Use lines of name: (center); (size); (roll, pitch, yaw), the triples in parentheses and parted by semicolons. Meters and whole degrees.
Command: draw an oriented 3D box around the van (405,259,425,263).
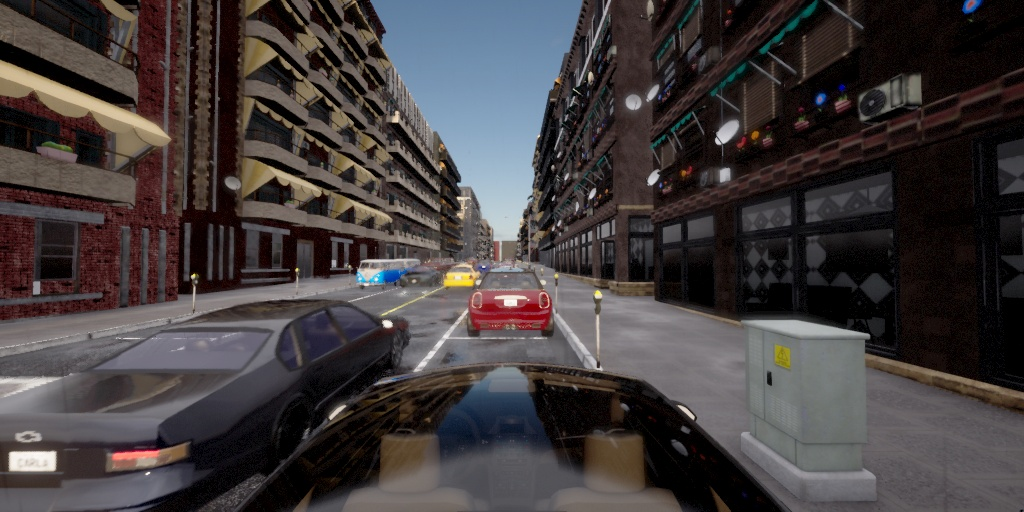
van: (-8.335, 1.118, 28.134); (1.690, 1.789, 3.998); (0, 0, 0)

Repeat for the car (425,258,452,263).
car: (-8.335, 1.115, 39.194); (2.192, 1.841, 5.009); (0, 0, 0)

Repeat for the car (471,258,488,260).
car: (-2.923, 1.152, 39.424); (2.097, 1.767, 4.553); (0, 0, 0)

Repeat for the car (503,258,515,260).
car: (-0.445, 1.240, 39.134); (1.967, 1.591, 4.097); (0, 0, 0)

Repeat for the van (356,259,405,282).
van: (-8.335, 1.108, 22.603); (1.690, 1.789, 3.998); (0, 0, 0)

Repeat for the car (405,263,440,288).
car: (-5.868, 1.333, 23.477); (1.994, 1.385, 4.181); (0, 0, 0)

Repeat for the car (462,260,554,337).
car: (-0.033, 1.108, 10.473); (2.097, 1.767, 4.553); (0, 0, 0)

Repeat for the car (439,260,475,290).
car: (-3.020, 1.224, 22.709); (1.801, 1.575, 5.366); (0, 0, 0)

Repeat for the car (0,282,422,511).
car: (-2.923, 1.299, 4.697); (2.033, 1.411, 5.357); (0, 0, 0)

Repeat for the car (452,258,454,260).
car: (-8.335, 1.128, 44.724); (2.192, 1.841, 5.009); (0, 0, 0)
